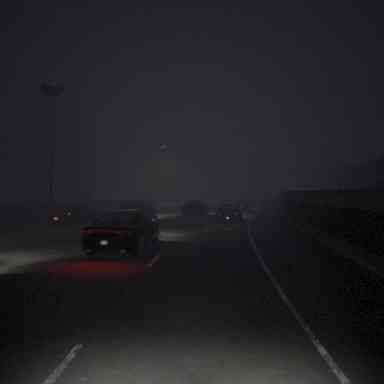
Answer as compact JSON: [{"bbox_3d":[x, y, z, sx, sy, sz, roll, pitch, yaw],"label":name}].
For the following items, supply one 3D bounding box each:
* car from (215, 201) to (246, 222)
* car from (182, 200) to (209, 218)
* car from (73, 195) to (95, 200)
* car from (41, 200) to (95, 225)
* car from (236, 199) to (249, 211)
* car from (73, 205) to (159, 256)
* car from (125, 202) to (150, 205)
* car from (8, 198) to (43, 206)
[{"bbox_3d":[3.042,1.629,26.599,1.895,1.301,4.718,0,0,11],"label":"car"},{"bbox_3d":[0.375,1.499,31.091,1.882,1.535,5.008,0,0,11],"label":"car"},{"bbox_3d":[-16.937,1.325,51.818,2.097,1.767,4.553,0,0,12],"label":"car"},{"bbox_3d":[-8.232,1.512,23.316,1.812,1.442,4.674,0,0,9],"label":"car"},{"bbox_3d":[6.309,1.576,42.631,1.812,1.442,4.674,0,0,12],"label":"car"},{"bbox_3d":[-2.591,1.477,13.149,1.882,1.535,5.008,0,0,5],"label":"car"},{"bbox_3d":[-4.175,1.494,26.034,2.128,1.511,4.902,0,0,11],"label":"car"},{"bbox_3d":[-22.050,1.498,44.480,2.033,1.411,5.357,0,0,12],"label":"car"}]
